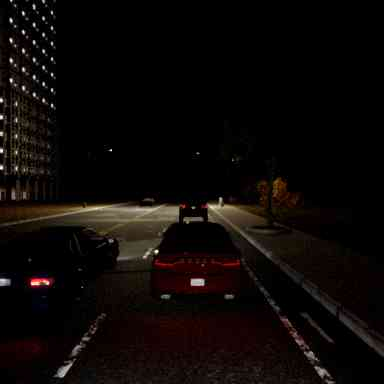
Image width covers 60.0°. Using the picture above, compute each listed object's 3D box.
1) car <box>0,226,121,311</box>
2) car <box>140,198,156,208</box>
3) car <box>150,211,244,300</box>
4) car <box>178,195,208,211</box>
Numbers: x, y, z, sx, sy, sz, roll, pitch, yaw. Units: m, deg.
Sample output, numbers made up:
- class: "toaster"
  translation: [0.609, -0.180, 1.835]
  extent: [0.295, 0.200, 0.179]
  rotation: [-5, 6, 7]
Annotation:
- class: "car"
  translation: [-3.148, 1.547, 8.033]
  extent: [2.033, 1.411, 5.357]
  rotation: [0, 0, 0]
- class: "car"
  translation: [-6.490, 1.595, 49.075]
  extent: [1.895, 1.301, 4.718]
  rotation: [0, 0, 0]
- class: "car"
  translation: [0.102, 1.477, 8.458]
  extent: [1.882, 1.535, 5.008]
  rotation: [0, 0, 0]
- class: "car"
  translation: [0.104, 1.219, 26.537]
  extent: [2.150, 2.045, 5.566]
  rotation: [0, 0, 0]
